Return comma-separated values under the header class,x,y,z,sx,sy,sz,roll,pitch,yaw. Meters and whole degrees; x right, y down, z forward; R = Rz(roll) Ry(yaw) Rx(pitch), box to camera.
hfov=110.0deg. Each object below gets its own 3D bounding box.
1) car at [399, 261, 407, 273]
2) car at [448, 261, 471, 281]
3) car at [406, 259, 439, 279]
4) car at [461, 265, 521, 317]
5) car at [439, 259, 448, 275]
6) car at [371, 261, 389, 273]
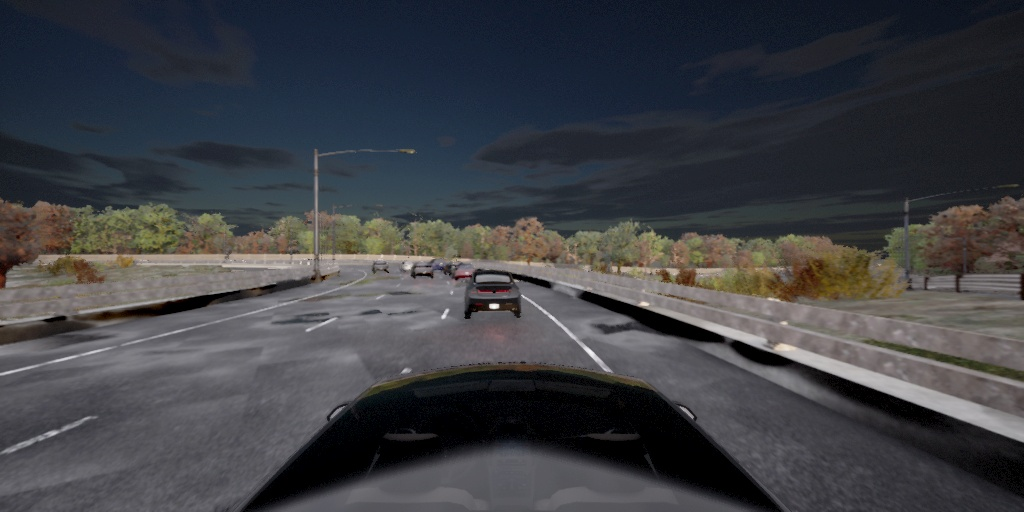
class,x,y,z,sx,sy,sz,roll,pitch,yaw
car,-13.425,1.361,46.646,1.812,1.442,4.674,0,0,-24
car,-4.085,1.343,30.771,1.994,1.385,4.181,0,0,-14
car,-8.473,1.297,33.725,2.128,1.511,4.902,0,0,-19
car,-0.775,1.261,13.154,1.837,1.490,4.892,0,0,-6
car,-5.943,1.283,37.266,2.128,1.511,4.902,0,0,-20
car,-17.132,1.348,46.432,2.128,1.511,4.902,0,0,-25
